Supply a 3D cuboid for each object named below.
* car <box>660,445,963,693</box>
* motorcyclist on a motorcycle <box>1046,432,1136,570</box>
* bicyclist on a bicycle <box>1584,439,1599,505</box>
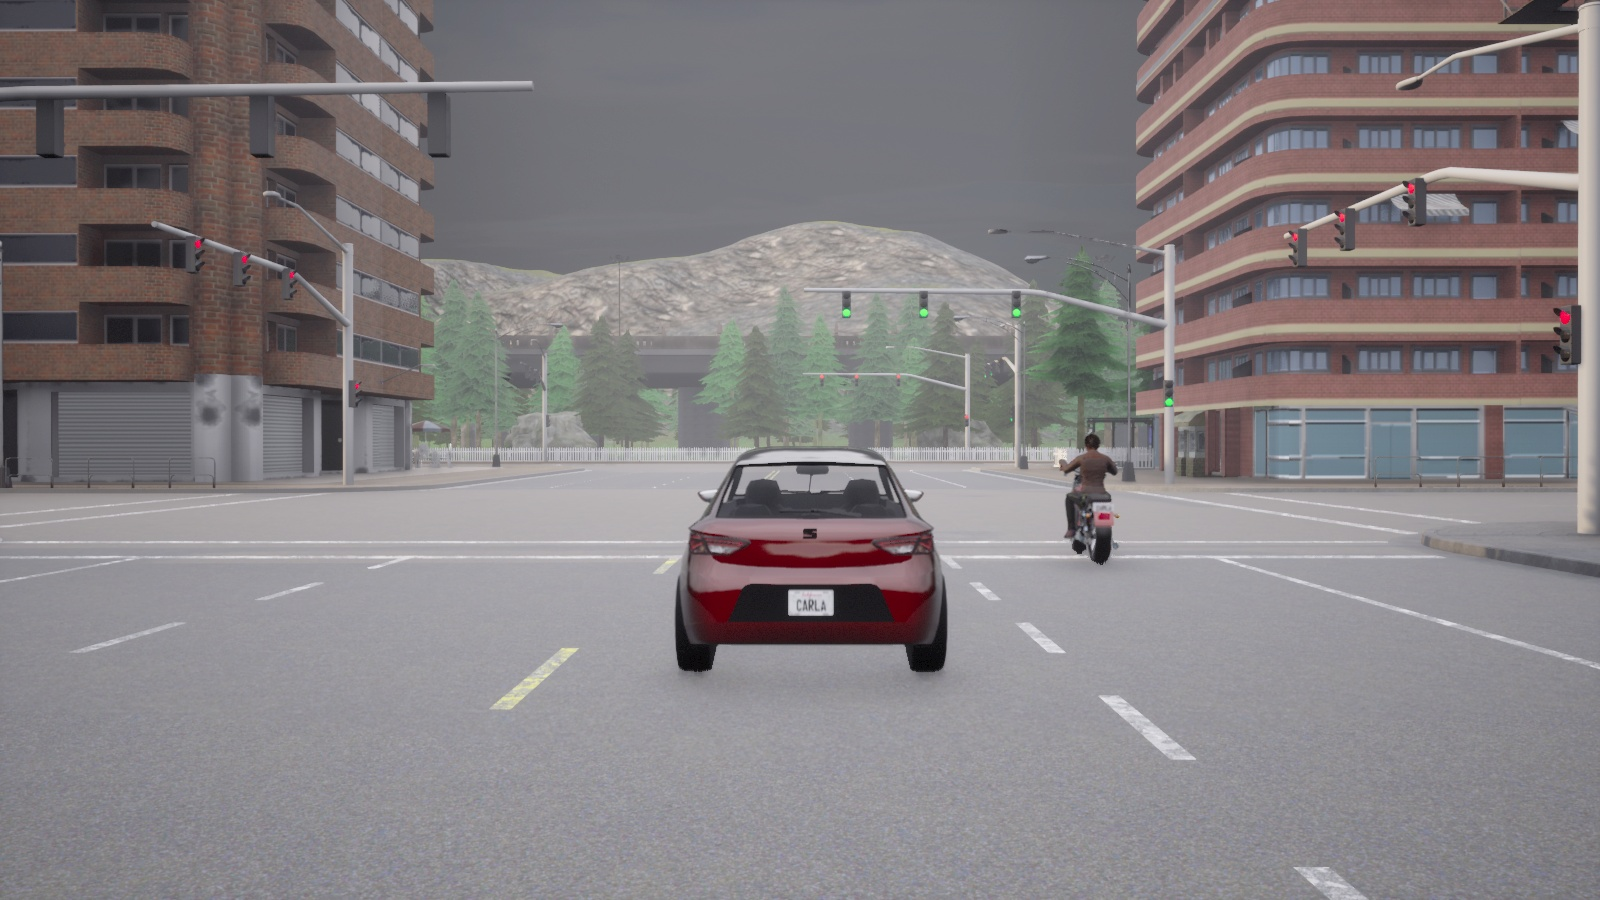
[{"bbox_3d":[0.083,0.707,9.647,1.816,1.474,4.193,0,0,0],"label":"car"},{"bbox_3d":[3.730,0.610,16.282,0.766,1.649,2.350,1,0,4],"label":"motorcyclist on a motorcycle"},{"bbox_3d":[20.418,0.544,31.093,1.656,1.620,0.582,0,0,0],"label":"bicyclist on a bicycle"}]
